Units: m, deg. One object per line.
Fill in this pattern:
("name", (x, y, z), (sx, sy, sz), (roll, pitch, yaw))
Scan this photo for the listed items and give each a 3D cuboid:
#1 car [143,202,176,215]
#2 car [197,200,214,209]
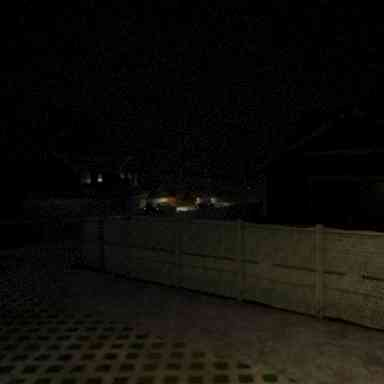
("car", (-3.371, 1.789, 35.454), (1.895, 1.301, 4.718), (2, 0, 20))
("car", (2.213, 1.992, 52.350), (2.033, 1.411, 5.357), (1, 0, 16))
